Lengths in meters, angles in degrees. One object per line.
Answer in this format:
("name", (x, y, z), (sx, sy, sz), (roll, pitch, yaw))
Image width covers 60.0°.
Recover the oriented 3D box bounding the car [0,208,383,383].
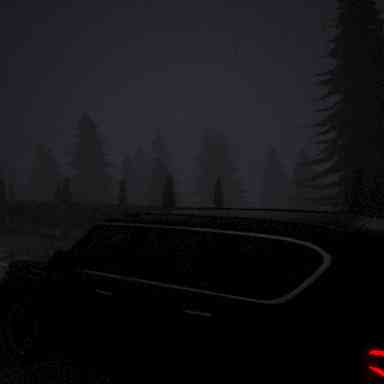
("car", (-0.202, 1.219, 4.136), (5.566, 2.045, 2.150), (0, 0, 35))
